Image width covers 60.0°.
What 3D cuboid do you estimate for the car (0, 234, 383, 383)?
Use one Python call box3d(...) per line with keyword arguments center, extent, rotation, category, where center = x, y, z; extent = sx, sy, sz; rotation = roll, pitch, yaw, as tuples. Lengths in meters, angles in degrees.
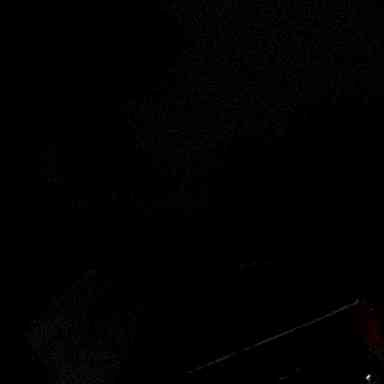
box3d(center=(-0.322, 1.348, 2.849), extent=(4.553, 1.767, 2.097), rotation=(0, 0, -36), category="car")
